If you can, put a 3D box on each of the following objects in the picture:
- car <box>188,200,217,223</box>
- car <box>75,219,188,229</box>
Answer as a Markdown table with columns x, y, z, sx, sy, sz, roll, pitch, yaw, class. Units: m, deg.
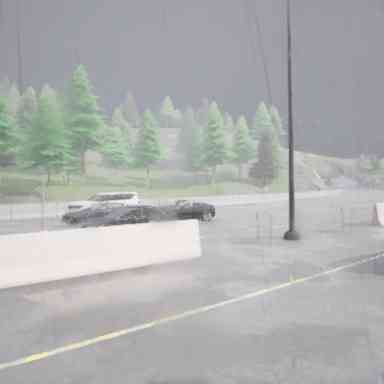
| x | y | z | sx | sy | sz | roll | pitch | yaw | class |
| --- | --- | --- | --- | --- | --- | --- | --- | --- | --- |
| -0.655 | 1.244 | 21.032 | 4.902 | 1.511 | 2.128 | -1 | 1 | -38 | car |
| -2.813 | 1.373 | 14.997 | 4.892 | 1.490 | 1.837 | -1 | 1 | -37 | car |
